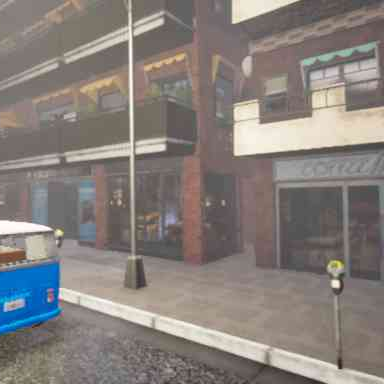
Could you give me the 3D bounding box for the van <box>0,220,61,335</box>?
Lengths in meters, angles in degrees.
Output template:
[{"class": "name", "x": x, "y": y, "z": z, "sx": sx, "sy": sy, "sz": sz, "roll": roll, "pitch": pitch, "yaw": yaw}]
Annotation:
[{"class": "van", "x": -3.991, "y": 1.350, "z": 5.743, "sx": 3.998, "sy": 1.788, "sz": 1.690, "roll": 0, "pitch": -1, "yaw": 36}]
